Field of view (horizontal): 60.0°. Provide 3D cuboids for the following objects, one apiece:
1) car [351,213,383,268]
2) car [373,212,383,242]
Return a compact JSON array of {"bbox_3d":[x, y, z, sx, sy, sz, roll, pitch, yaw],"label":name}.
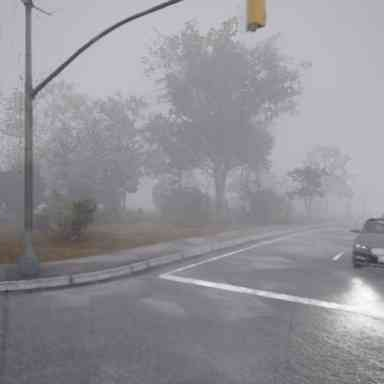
[{"bbox_3d":[6.548,1.620,11.058,2.128,1.511,4.902,0,-1,32],"label":"car"},{"bbox_3d":[11.626,1.944,19.032,1.837,1.490,4.892,0,-2,33],"label":"car"}]
